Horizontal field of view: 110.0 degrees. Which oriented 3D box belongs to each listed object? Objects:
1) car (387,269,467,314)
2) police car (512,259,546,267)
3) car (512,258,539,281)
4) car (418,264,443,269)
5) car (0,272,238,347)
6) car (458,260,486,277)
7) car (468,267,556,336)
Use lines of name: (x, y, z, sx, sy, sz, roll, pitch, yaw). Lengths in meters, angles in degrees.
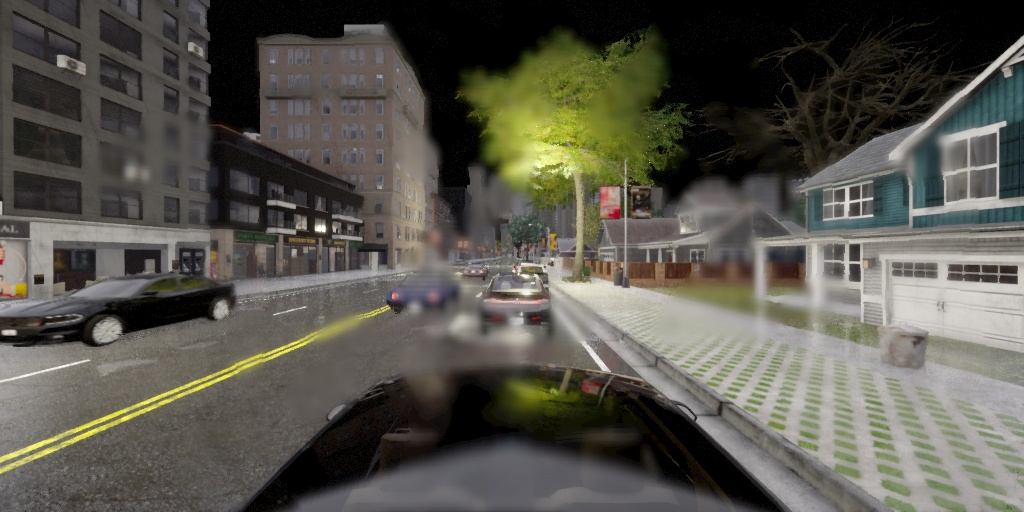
car: (-3.100, 1.346, 13.766, 1.895, 1.301, 4.718, 0, 0, 0)
police car: (1.053, 1.165, 20.597, 1.930, 1.638, 5.238, 0, 0, 0)
car: (1.094, 1.082, 30.457, 2.097, 1.767, 4.553, 0, 0, 0)
car: (-6.491, 1.334, 28.059, 1.895, 1.301, 4.718, 0, 0, 0)
car: (-9.818, 1.225, 9.510, 1.882, 1.535, 5.008, 0, 0, 0)
car: (-3.025, 1.278, 30.781, 2.033, 1.411, 5.357, 0, 0, 1)
car: (0.134, 1.239, 10.348, 2.128, 1.511, 4.902, 0, 0, 0)
